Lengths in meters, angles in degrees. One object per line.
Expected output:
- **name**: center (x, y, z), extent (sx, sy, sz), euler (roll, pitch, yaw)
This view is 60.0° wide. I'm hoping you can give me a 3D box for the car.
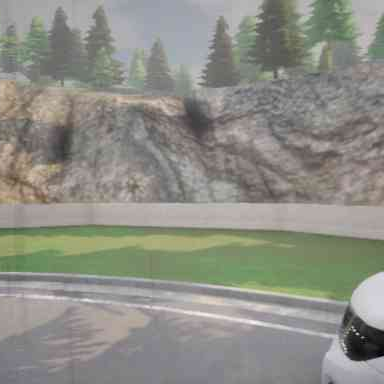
- **car**: center (3.606, 1.110, 1.542), extent (5.566, 2.045, 2.150), euler (1, 1, 41)
